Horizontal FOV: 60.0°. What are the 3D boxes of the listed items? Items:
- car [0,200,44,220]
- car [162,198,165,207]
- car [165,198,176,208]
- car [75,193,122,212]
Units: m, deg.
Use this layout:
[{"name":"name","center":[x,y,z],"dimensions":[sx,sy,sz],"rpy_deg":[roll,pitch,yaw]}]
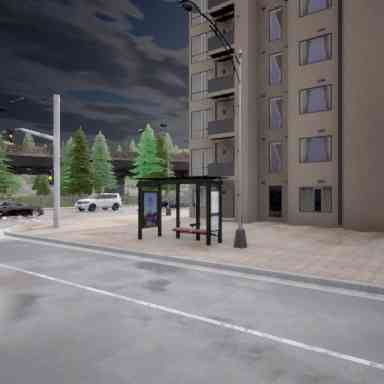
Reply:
[{"name":"car","center":[-14.584,1.436,27.033],"dimensions":[2.128,1.511,4.902],"rpy_deg":[0,0,36]},{"name":"car","center":[-4.179,1.492,46.430],"dimensions":[2.033,1.411,5.357],"rpy_deg":[0,0,44]},{"name":"car","center":[-1.003,1.508,44.441],"dimensions":[1.994,1.385,4.181],"rpy_deg":[0,0,44]},{"name":"car","center":[-10.685,1.166,38.467],"dimensions":[2.150,2.045,5.566],"rpy_deg":[0,0,37]}]
